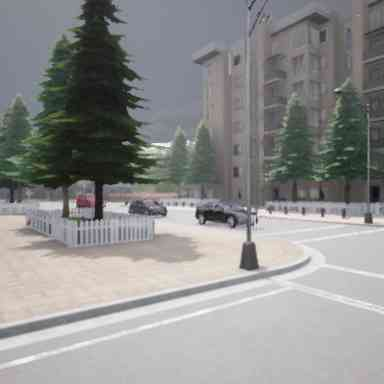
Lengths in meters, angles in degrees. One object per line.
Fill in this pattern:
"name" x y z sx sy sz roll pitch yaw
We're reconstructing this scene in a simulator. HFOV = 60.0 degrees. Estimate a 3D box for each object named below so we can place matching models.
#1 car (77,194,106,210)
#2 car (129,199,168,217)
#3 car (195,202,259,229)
"car" -12.832 1.229 42.090 2.150 2.045 5.566 -1 0 -36
"car" -3.942 1.415 29.727 1.837 1.490 4.892 -1 0 -36
"car" 2.143 1.402 21.338 2.128 1.511 4.902 -1 0 -36
